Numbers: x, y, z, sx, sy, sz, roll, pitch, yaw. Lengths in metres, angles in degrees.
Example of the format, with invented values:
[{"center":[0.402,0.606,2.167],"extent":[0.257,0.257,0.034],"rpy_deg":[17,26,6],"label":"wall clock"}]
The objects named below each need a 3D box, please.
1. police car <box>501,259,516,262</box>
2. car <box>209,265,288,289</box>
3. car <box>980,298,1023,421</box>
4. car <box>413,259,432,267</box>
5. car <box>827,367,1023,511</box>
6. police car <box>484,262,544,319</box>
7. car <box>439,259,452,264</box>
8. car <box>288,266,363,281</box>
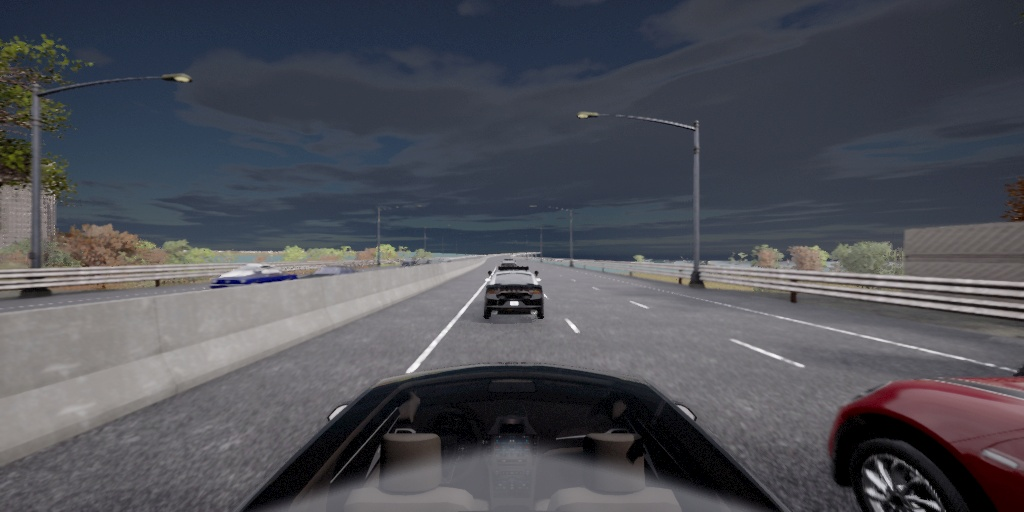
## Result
[{"center":[-0.428,1.159,43.957],"extent":[1.930,1.638,5.238],"rpy_deg":[0,0,-1],"label":"police car"},{"center":[-14.210,1.350,20.092],"extent":[1.895,1.301,4.718],"rpy_deg":[0,0,-1],"label":"car"},{"center":[7.091,1.274,2.399],"extent":[1.812,1.442,4.674],"rpy_deg":[0,0,0],"label":"car"},{"center":[-15.075,1.222,61.667],"extent":[1.837,1.490,4.892],"rpy_deg":[0,0,-1],"label":"car"},{"center":[3.593,1.102,0.970],"extent":[2.097,1.767,4.553],"rpy_deg":[0,0,0],"label":"car"},{"center":[0.051,1.173,13.014],"extent":[1.930,1.638,5.238],"rpy_deg":[0,0,0],"label":"police car"},{"center":[-11.622,1.213,63.065],"extent":[2.128,1.511,4.902],"rpy_deg":[0,0,-1],"label":"car"},{"center":[-10.726,1.296,21.655],"extent":[2.033,1.411,5.357],"rpy_deg":[0,0,-1],"label":"car"}]
